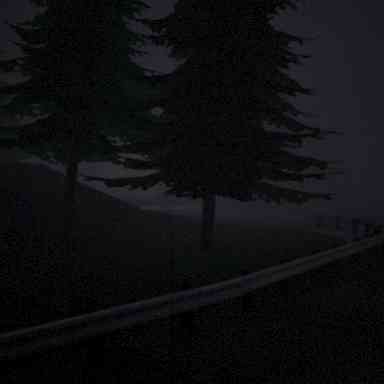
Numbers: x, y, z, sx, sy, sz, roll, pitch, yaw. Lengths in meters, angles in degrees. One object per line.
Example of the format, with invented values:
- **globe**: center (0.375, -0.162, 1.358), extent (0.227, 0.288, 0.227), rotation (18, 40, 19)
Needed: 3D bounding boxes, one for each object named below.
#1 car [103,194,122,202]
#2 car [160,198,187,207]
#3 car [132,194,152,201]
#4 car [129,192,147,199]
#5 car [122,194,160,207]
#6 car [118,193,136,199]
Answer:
- **car**: center (-18.780, 1.018, 81.574), extent (5.357, 1.411, 2.033), rotation (1, 1, 41)
- **car**: center (-3.284, 1.088, 49.397), extent (5.566, 2.045, 2.150), rotation (0, 0, 41)
- **car**: center (-11.236, 1.164, 75.008), extent (4.674, 1.442, 1.812), rotation (1, 1, 41)
- **car**: center (-14.184, 0.910, 86.853), extent (5.008, 1.535, 1.882), rotation (1, 1, 41)
- **car**: center (-7.445, 1.379, 48.382), extent (4.902, 1.511, 2.128), rotation (0, 0, 41)
- **car**: center (-16.482, 0.955, 84.213), extent (4.892, 1.490, 1.837), rotation (1, 1, 41)
